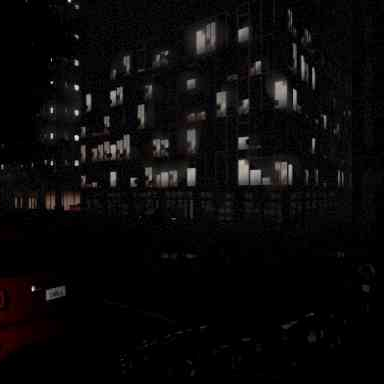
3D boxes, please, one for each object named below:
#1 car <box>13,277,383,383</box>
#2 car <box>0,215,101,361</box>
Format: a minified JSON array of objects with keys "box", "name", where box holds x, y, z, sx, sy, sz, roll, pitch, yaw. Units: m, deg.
[{"box":[0.889,1.566,2.243,4.313,1.339,1.947,0,0,36],"name":"car"},{"box":[-3.607,1.315,5.452,5.009,1.841,2.192,0,0,36],"name":"car"}]
